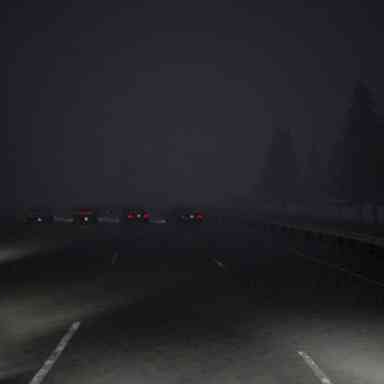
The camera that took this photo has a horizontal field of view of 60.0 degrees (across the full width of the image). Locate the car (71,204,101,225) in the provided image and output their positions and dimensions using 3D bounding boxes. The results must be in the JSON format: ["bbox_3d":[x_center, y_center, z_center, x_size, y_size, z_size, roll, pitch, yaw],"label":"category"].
[{"bbox_3d":[-8.808,1.809,27.410,1.837,1.490,4.892,0,-1,-20],"label":"car"}]

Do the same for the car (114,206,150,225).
[{"bbox_3d":[-4.734,1.840,26.625,2.033,1.411,5.357,0,-1,-19],"label":"car"}]

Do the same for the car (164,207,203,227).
[{"bbox_3d":[-0.773,1.827,25.735,2.033,1.411,5.357,0,-1,-18],"label":"car"}]

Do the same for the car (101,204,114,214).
[{"bbox_3d":[-10.860,2.047,40.278,1.895,1.301,4.718,0,-1,-29],"label":"car"}]

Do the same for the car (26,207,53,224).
[{"bbox_3d":[-12.853,1.920,28.316,1.895,1.301,4.718,0,-1,-22],"label":"car"}]
